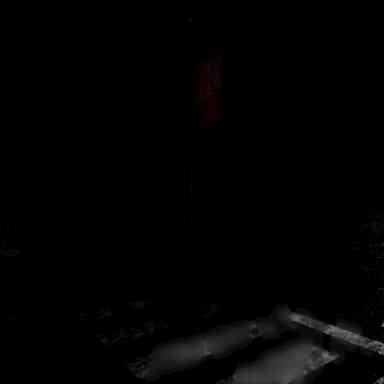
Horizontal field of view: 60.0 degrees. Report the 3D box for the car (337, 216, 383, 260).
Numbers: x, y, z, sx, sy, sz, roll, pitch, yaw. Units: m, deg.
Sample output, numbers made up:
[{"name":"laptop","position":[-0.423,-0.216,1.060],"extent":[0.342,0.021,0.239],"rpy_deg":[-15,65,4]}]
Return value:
[{"name":"car","position":[6.750,1.513,11.477],"extent":[4.403,1.369,2.008],"rpy_deg":[0,0,-36]}]
